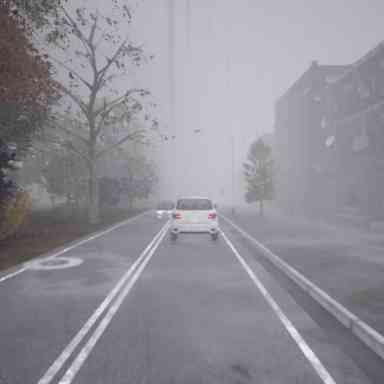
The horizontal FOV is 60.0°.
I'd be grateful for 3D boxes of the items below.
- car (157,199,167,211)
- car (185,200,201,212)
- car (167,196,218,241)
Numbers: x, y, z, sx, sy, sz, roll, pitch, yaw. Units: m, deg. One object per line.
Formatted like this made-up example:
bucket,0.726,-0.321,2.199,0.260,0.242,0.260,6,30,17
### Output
car,-3.365,1.639,42.777,1.994,1.385,4.181,0,0,0
car,0.074,1.664,41.416,1.895,1.301,4.718,0,0,0
car,0.104,1.218,16.894,2.150,2.045,5.566,0,0,0
